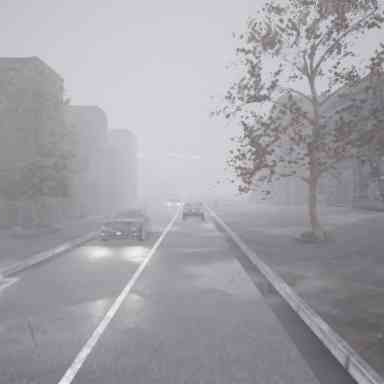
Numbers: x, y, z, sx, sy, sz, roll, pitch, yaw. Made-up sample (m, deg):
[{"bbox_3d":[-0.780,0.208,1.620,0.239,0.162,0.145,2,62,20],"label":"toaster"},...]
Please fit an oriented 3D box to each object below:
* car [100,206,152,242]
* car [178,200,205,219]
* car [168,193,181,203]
[{"bbox_3d":[-3.093,1.496,16.425,1.837,1.490,4.892,0,0,0],"label":"car"},{"bbox_3d":[0.108,1.533,28.701,2.033,1.411,5.357,0,0,0],"label":"car"},{"bbox_3d":[-3.033,0.976,57.309,1.837,1.490,4.892,0,3,1],"label":"car"}]
